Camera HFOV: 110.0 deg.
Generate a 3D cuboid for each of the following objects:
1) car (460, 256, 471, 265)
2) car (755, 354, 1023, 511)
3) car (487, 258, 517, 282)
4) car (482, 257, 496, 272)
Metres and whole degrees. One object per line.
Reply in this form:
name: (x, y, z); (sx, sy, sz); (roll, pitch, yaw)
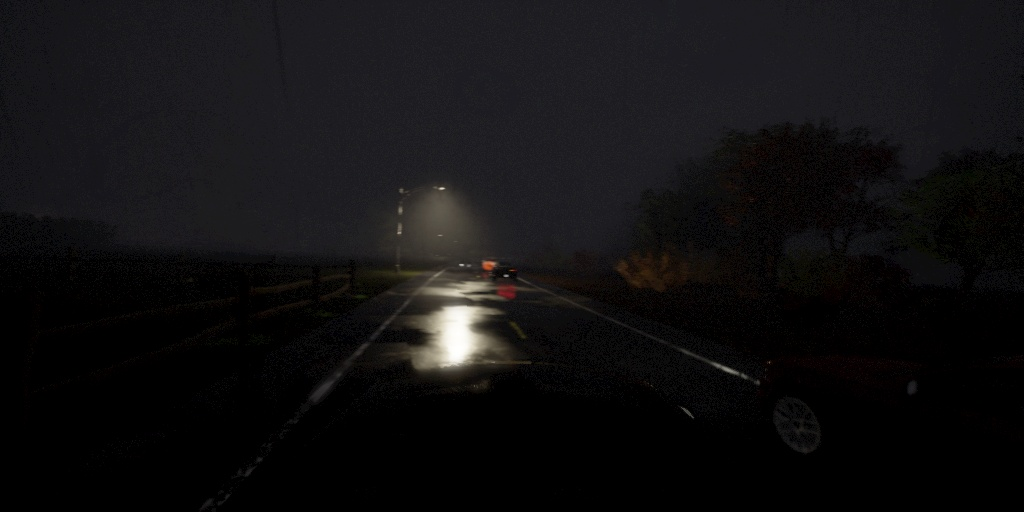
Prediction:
car: (-8.263, 0.751, 64.162); (2.033, 1.411, 5.357); (3, 0, -5)
car: (4.197, 1.426, 2.378); (1.882, 1.535, 5.008); (3, 0, -9)
car: (-0.705, 1.165, 28.524); (1.837, 1.490, 4.892); (3, 0, -7)
car: (-2.282, 0.905, 40.705); (2.097, 1.767, 4.553); (3, 0, -6)
